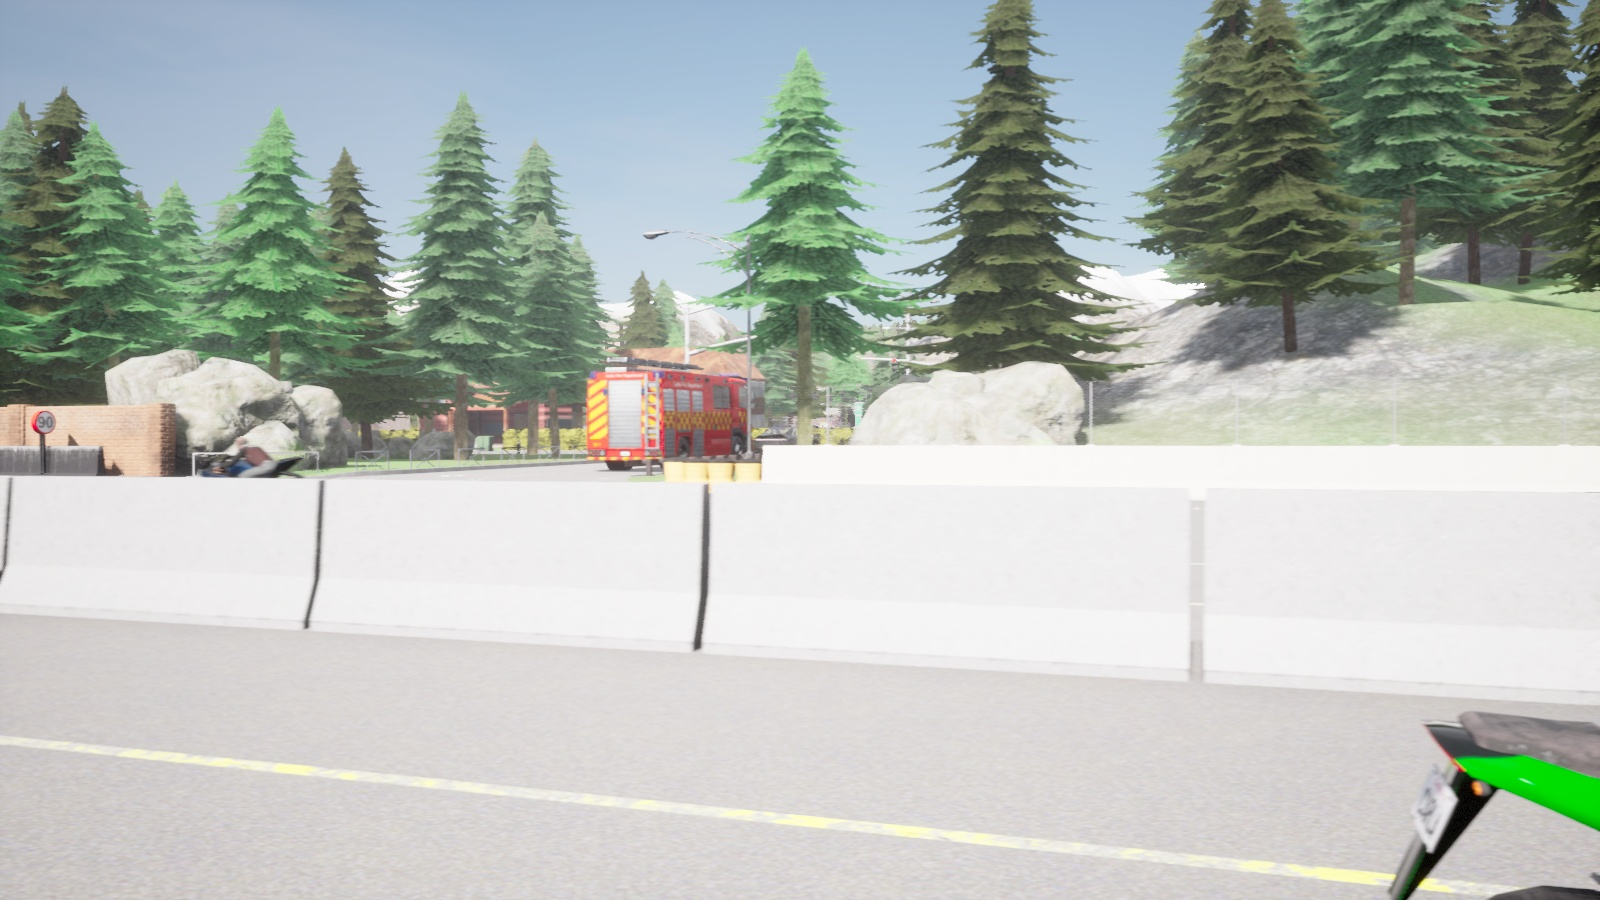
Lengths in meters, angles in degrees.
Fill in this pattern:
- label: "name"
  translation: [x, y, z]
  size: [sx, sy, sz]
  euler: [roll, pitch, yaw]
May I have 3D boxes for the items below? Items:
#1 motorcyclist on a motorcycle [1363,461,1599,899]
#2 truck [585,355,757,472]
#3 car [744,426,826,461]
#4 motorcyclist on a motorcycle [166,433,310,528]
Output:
- label: "motorcyclist on a motorcycle"
  translation: [2.264, 0.782, 2.431]
  size: [2.044, 1.523, 0.797]
  euler: [-1, 0, 19]
- label: "truck"
  translation: [-4.444, -1.280, 45.569]
  size: [2.891, 3.827, 8.468]
  euler: [1, 1, 19]
- label: "car"
  translation: [-0.607, -0.323, 56.644]
  size: [2.128, 1.511, 4.902]
  euler: [1, 1, 19]
- label: "motorcyclist on a motorcycle"
  translation: [-9.460, 0.487, 21.146]
  size: [2.191, 1.530, 0.866]
  euler: [0, 1, 19]
